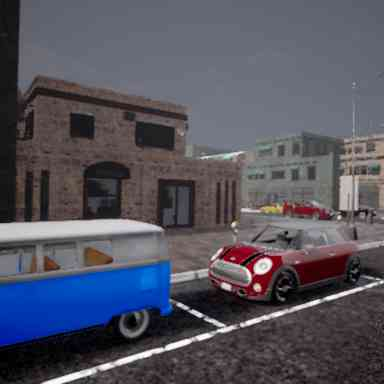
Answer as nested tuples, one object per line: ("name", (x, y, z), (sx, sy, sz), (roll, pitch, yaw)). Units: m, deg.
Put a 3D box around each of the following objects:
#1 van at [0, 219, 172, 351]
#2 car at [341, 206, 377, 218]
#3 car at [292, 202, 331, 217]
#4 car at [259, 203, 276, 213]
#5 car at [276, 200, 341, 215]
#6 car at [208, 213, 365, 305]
("van", (-2.231, 1.350, 4.950), (3.998, 1.788, 1.690), (1, 1, -35))
("car", (17.708, 2.140, 36.064), (1.947, 1.339, 4.313), (1, -1, -35))
("car", (14.544, 2.068, 40.622), (1.967, 1.590, 4.097), (1, -1, -35))
("car", (11.281, 2.208, 45.317), (1.752, 1.417, 4.829), (1, -1, -35))
("car", (10.830, 1.680, 31.288), (2.192, 1.841, 5.009), (1, -1, -35))
("car", (2.362, 1.503, 8.230), (4.097, 1.590, 1.967), (1, 1, -35))
